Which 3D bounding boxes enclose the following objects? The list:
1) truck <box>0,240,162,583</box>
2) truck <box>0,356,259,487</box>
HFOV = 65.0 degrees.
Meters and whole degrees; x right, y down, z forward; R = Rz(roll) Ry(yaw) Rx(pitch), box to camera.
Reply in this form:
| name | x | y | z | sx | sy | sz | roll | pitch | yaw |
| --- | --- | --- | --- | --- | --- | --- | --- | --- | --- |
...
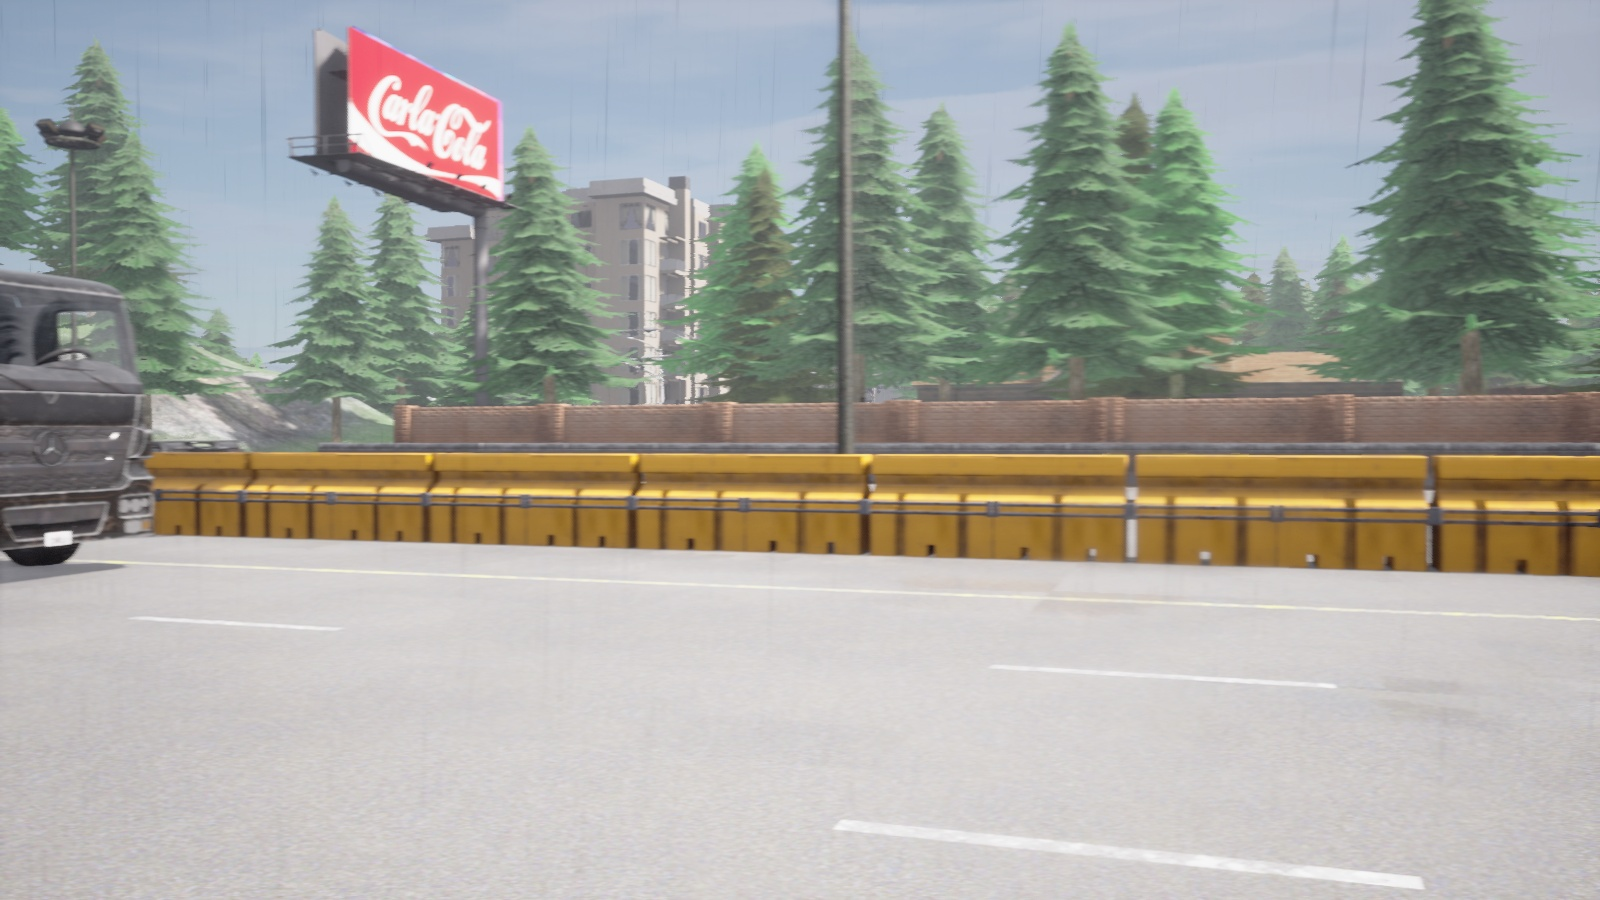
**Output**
| name | x | y | z | sx | sy | sz | roll | pitch | yaw |
| --- | --- | --- | --- | --- | --- | --- | --- | --- | --- |
| truck | -11.645 | -0.432 | 14.479 | 7.936 | 3.462 | 2.891 | 1 | 1 | 19 |
| truck | -19.600 | -0.801 | 35.602 | 7.936 | 3.462 | 2.891 | 1 | 1 | 19 |
